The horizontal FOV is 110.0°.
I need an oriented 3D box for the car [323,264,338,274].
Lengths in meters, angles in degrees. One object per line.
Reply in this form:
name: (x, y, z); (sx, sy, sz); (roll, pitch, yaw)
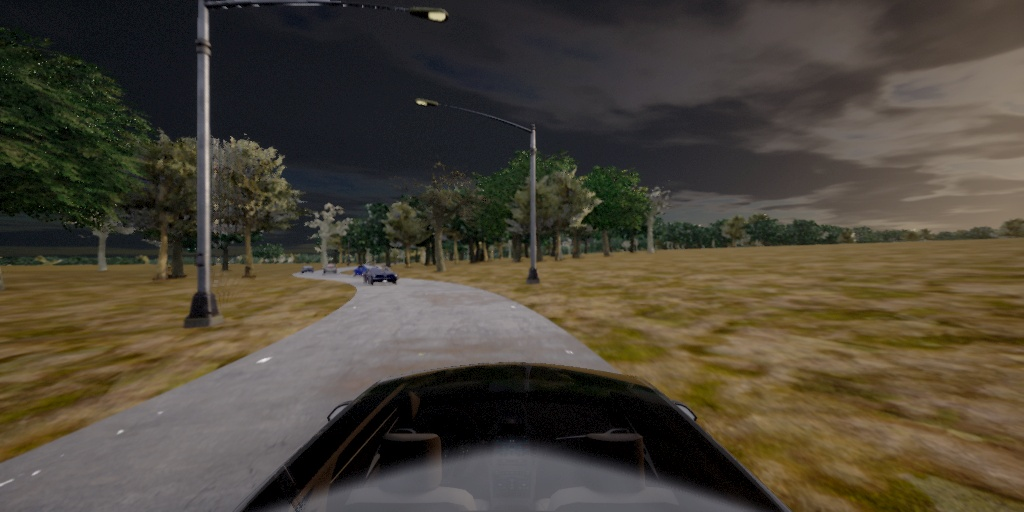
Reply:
car: (-28.993, 2.126, 57.194); (2.128, 1.511, 4.902); (0, -1, -29)

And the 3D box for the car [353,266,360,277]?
car: (-17.802, 1.751, 43.847); (1.882, 1.535, 5.008); (1, -2, -42)

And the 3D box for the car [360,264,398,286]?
car: (-9.834, 1.466, 26.710); (1.895, 1.301, 4.718); (0, -1, -30)
